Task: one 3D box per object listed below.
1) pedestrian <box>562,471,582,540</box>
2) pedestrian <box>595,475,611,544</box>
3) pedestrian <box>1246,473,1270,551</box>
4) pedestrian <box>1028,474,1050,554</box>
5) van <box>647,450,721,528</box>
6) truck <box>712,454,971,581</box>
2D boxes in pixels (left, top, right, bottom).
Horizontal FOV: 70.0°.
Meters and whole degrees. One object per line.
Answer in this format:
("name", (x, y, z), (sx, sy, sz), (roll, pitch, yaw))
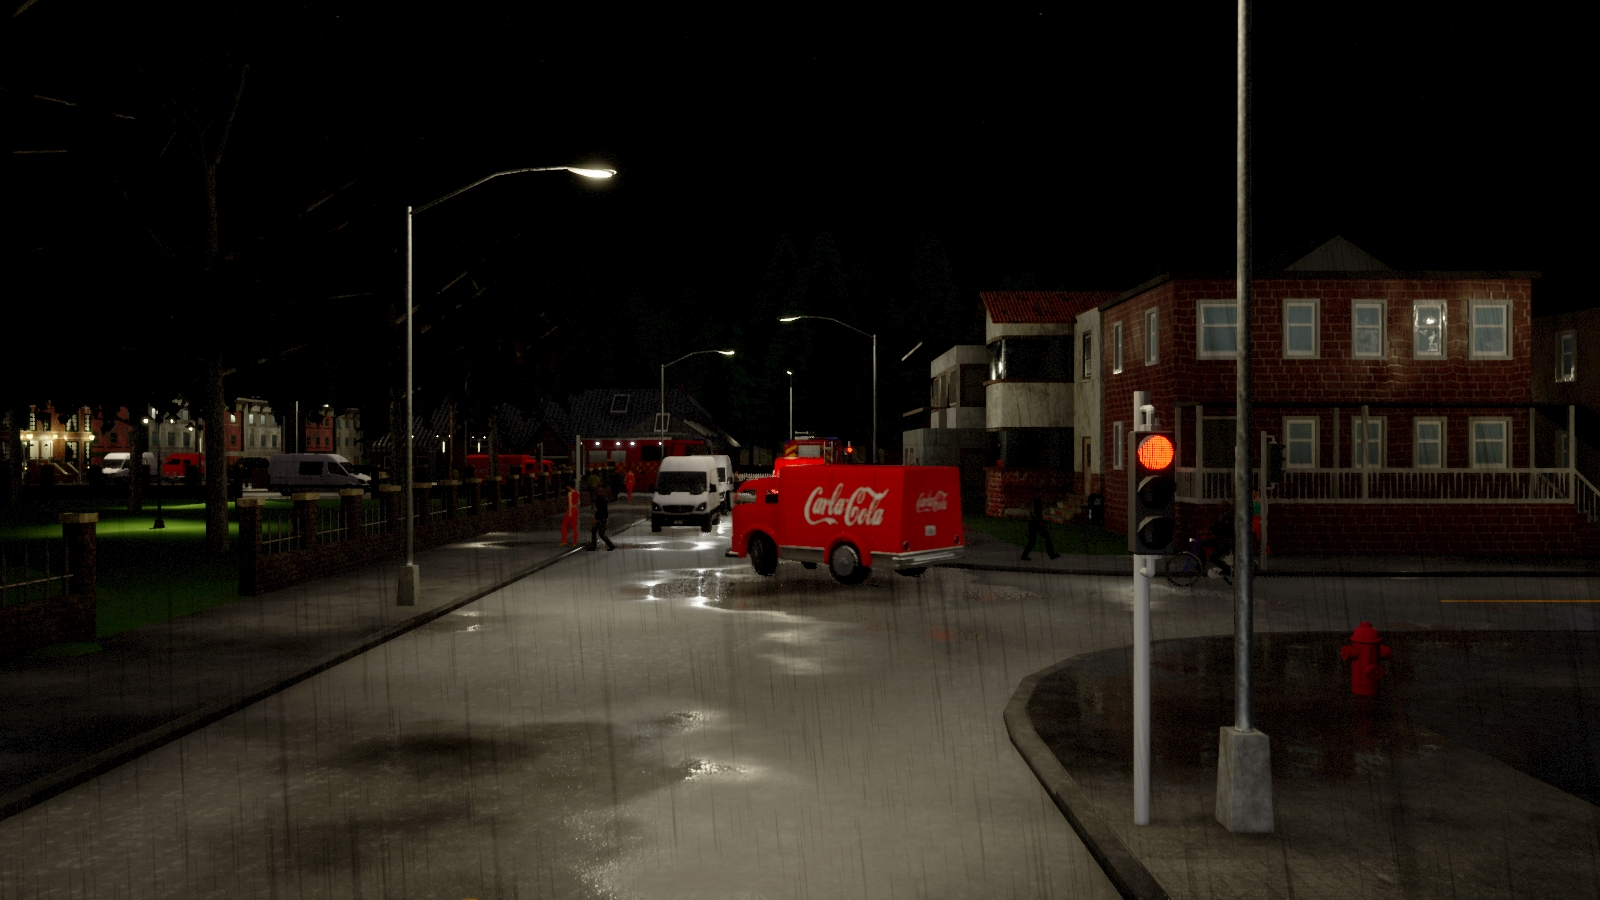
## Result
("pedestrian", (-6.240, 1.511, 31.274), (0.375, 1.860, 0.375), (0, 0, 29))
("pedestrian", (-5.352, 1.615, 31.042), (0.375, 1.860, 0.375), (0, 0, -2))
("pedestrian", (11.145, 1.504, 27.795), (0.375, 1.860, 0.375), (0, 0, -19))
("pedestrian", (5.662, 1.505, 27.082), (0.375, 1.860, 0.375), (0, 0, 39))
("van", (-4.010, 1.298, 40.457), (1.988, 2.561, 5.915), (0, 0, 0))
("truck", (0.831, 1.336, 25.237), (5.204, 2.467, 2.627), (0, 0, 41))
